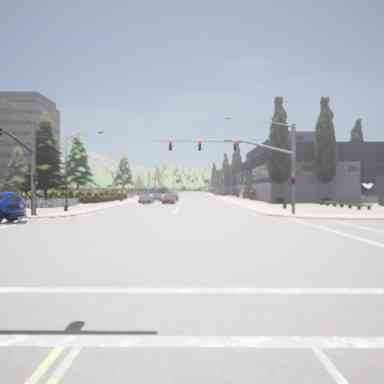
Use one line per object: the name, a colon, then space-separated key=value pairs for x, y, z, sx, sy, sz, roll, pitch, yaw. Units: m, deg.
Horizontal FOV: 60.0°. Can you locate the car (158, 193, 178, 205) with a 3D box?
car: x=-3.586 y=1.110 z=50.959 sx=1.882 sy=1.535 sz=5.008 roll=0 pitch=1 yaw=0

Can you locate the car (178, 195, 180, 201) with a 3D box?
car: x=-3.520 y=1.020 z=66.615 sx=1.837 sy=1.490 sz=4.892 roll=0 pitch=1 yaw=0

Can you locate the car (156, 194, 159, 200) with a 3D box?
car: x=-7.018 y=1.044 z=66.686 sx=1.812 sy=1.442 sz=4.674 roll=0 pitch=1 yaw=0

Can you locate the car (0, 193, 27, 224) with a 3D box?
car: x=-14.141 y=1.084 z=22.423 sx=5.566 sy=2.045 sz=2.150 roll=0 pitch=0 yaw=0

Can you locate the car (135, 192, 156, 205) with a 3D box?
car: x=-7.086 y=1.158 z=50.942 sx=1.812 sy=1.442 sz=4.674 roll=0 pitch=0 yaw=0
